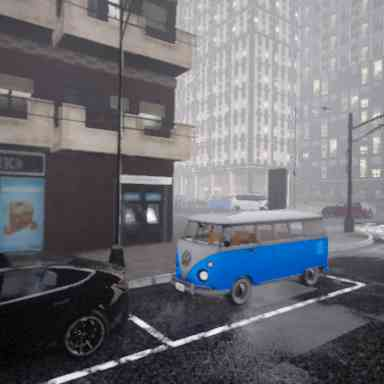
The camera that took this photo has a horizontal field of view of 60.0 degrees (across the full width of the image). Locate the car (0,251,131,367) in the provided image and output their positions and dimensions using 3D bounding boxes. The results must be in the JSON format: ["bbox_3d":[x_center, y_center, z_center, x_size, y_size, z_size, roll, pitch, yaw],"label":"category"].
[{"bbox_3d":[-2.932,1.566,4.411,4.313,1.339,1.947,0,1,-35],"label":"car"}]

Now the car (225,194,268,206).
[{"bbox_3d":[5.933,1.173,30.578,2.150,2.045,5.566,1,-1,-35],"label":"car"}]

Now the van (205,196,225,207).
[{"bbox_3d":[3.907,1.392,43.429,1.690,1.788,3.998,1,-1,-35],"label":"van"}]

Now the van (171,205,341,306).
[{"bbox_3d":[1.483,1.345,7.763,3.998,1.788,1.690,0,1,-35],"label":"van"}]

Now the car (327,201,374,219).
[{"bbox_3d":[13.716,1.514,29.611,1.967,1.590,4.097,1,-1,-35],"label":"car"}]

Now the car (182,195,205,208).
[{"bbox_3d":[0.634,1.594,48.033,2.008,1.369,4.403,1,-1,-35],"label":"car"}]

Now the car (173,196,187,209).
[{"bbox_3d":[-2.928,1.435,38.577,2.008,1.369,4.403,1,-1,-35],"label":"car"}]
